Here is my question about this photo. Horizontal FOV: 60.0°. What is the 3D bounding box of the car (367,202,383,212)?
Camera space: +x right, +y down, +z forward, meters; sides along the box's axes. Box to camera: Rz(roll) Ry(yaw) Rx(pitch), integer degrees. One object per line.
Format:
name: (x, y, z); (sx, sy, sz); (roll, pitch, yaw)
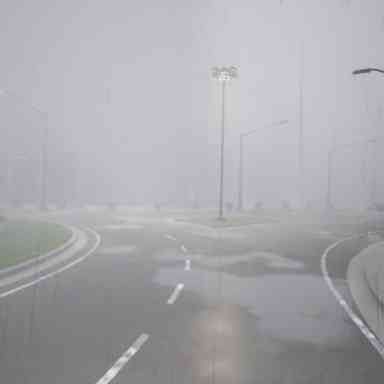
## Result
car: (30.925, 2.467, 54.975); (4.902, 1.511, 2.128); (2, 0, -34)
